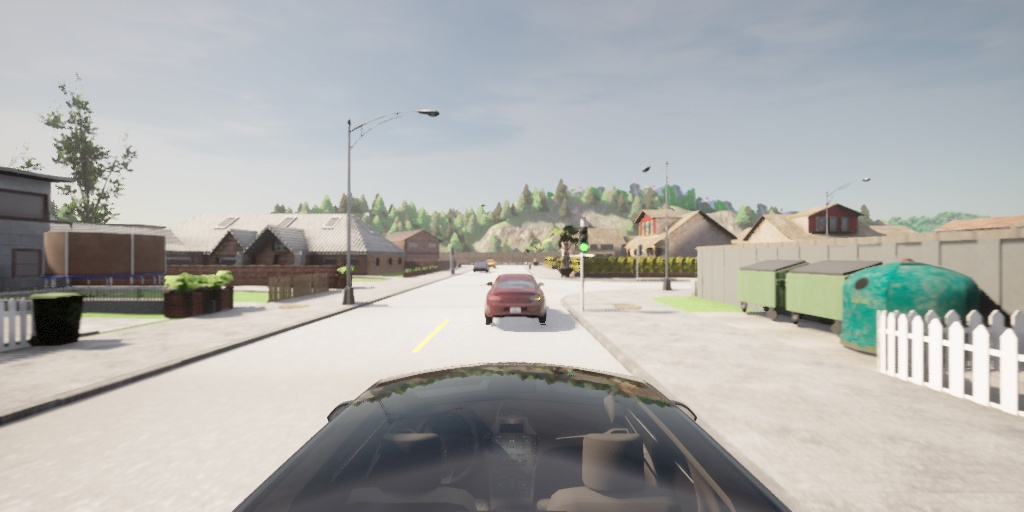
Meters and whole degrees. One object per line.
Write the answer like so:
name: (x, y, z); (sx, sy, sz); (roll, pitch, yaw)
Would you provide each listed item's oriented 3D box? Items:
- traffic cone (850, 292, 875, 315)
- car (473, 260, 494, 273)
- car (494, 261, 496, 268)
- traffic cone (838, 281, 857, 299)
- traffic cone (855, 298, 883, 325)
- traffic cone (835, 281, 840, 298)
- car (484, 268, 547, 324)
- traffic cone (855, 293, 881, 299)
traffic cone: (11.783, 1.597, 12.067); (0.344, 0.586, 0.344); (0, 0, 0)
car: (-3.931, 1.434, 46.693); (2.033, 1.411, 5.357); (0, 0, 0)
car: (-3.828, 1.414, 62.710); (1.882, 1.535, 5.008); (0, 0, 1)
traffic cone: (15.845, 1.621, 16.937); (0.344, 0.586, 0.344); (0, 0, 0)
traffic cone: (10.417, 1.613, 10.462); (0.344, 0.586, 0.344); (0, 0, 0)
traffic cone: (16.368, 1.652, 17.655); (0.344, 0.586, 0.344); (0, 0, 0)
car: (0.116, 1.307, 12.003); (1.812, 1.442, 4.674); (0, 0, 1)
traffic cone: (11.420, 1.592, 11.498); (0.344, 0.586, 0.344); (0, 0, 0)
